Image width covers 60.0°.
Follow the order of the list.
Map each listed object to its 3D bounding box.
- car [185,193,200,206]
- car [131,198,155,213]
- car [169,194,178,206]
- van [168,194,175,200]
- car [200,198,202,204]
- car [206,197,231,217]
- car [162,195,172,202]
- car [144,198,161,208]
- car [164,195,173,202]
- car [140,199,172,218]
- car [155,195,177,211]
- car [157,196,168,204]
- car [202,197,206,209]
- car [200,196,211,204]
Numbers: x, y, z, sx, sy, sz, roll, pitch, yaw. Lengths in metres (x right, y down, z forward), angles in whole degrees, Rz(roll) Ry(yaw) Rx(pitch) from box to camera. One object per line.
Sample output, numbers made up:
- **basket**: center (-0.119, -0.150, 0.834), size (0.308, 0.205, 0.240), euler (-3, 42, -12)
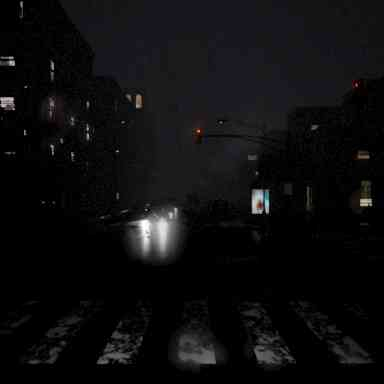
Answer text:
- **car**: center (0.021, 1.247, 54.076), size (2.150, 2.045, 5.566), euler (0, 0, 0)
- **car**: center (-5.759, 1.561, 37.523), size (2.008, 1.369, 4.403), euler (0, 0, 0)
- **car**: center (-3.175, 1.529, 51.713), size (1.837, 1.490, 4.892), euler (0, 0, 0)
- **van**: center (-5.858, 1.430, 94.489), size (1.690, 1.788, 3.998), euler (-1, 0, 0)
- **car**: center (2.602, 1.571, 48.943), size (2.008, 1.369, 4.403), euler (0, 0, 0)
- **car**: center (2.630, 1.446, 31.852), size (1.967, 1.590, 4.097), euler (0, 0, 0)
- **car**: center (-5.828, 1.497, 77.398), size (1.967, 1.590, 4.097), euler (0, 0, 0)
- **car**: center (-5.778, 1.571, 48.916), size (2.008, 1.369, 4.403), euler (0, 0, 0)
- **car**: center (-5.836, 1.592, 82.925), size (1.752, 1.417, 4.829), euler (-1, 0, 0)
- **car**: center (-3.149, 1.605, 30.134), size (1.895, 1.301, 4.718), euler (0, 0, 0)
- **car**: center (-3.165, 1.490, 40.235), size (1.882, 1.535, 5.008), euler (0, 0, 0)
- **car**: center (-5.807, 1.565, 65.836), size (1.752, 1.417, 4.829), euler (0, 0, 0)
- **car**: center (2.612, 1.597, 43.246), size (1.802, 1.307, 4.206), euler (0, 0, 0)
- **car**: center (2.573, 1.591, 66.033), size (2.008, 1.369, 4.403), euler (-1, 0, 0)
